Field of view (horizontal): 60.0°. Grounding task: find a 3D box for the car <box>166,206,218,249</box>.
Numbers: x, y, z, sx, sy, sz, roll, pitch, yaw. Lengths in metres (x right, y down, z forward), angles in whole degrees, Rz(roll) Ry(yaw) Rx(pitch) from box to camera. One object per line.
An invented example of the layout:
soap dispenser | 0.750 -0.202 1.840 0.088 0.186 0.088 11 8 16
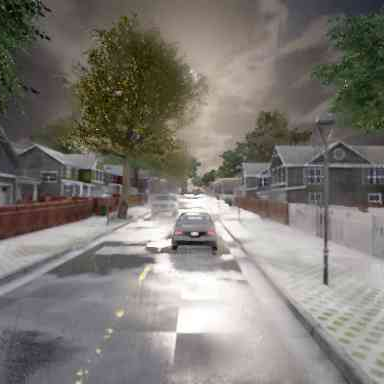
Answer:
car | 0.122 1.561 14.531 2.033 1.411 5.357 0 0 1

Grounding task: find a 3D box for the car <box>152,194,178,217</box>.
car | -2.466 1.193 31.642 2.150 2.045 5.566 0 0 1
